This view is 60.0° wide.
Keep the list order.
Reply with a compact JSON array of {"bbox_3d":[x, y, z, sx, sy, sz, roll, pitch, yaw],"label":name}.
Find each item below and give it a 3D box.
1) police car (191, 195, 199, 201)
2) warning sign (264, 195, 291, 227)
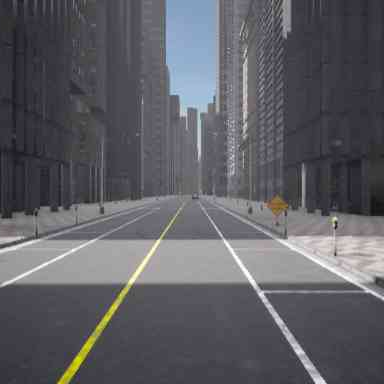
[{"bbox_3d":[0.900,1.513,89.859,1.930,1.638,5.238,0,0,0],"label":"police car"},{"bbox_3d":[5.066,1.104,19.750,1.300,1.860,1.060,0,0,0],"label":"warning sign"}]
